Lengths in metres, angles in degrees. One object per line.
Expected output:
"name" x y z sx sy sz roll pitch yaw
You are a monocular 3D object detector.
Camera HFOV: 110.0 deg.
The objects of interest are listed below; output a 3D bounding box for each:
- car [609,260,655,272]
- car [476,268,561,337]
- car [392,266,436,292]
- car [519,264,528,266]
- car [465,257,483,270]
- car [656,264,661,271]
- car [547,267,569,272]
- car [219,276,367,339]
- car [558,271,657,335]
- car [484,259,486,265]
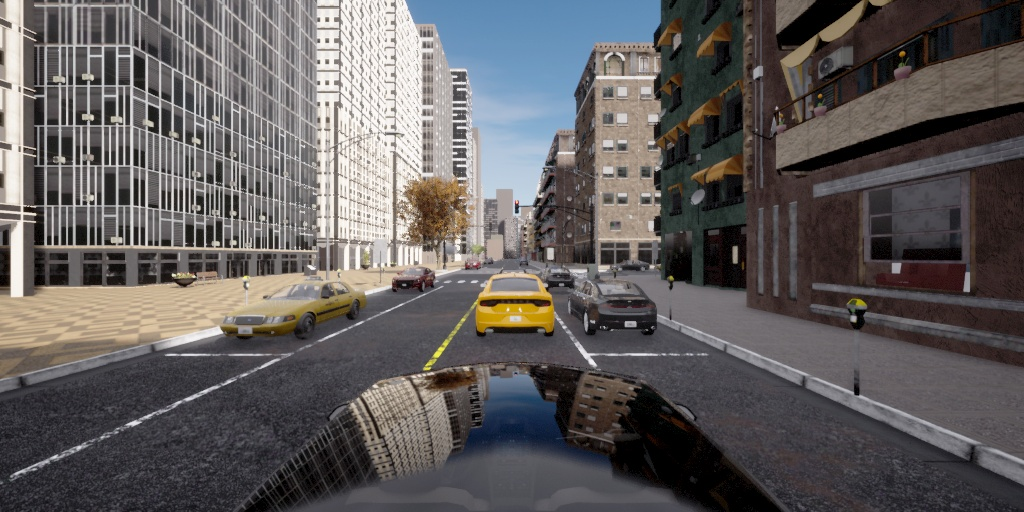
"car" 13.346 1.109 40.774 4.403 1.370 2.007 0 0 -1
"car" 0.069 1.228 10.360 1.882 1.535 5.008 0 0 0
"car" -5.736 1.299 21.314 1.888 1.381 4.507 0 0 0
"car" 0.057 1.355 20.639 1.895 1.301 4.718 0 0 0
"car" -5.810 1.098 53.702 2.192 1.841 5.009 0 0 0
"car" 18.743 1.006 40.841 4.829 1.417 1.751 0 0 -1
"car" 2.644 1.305 21.333 2.007 1.370 4.403 0 0 0
"car" -5.710 1.276 10.079 1.751 1.417 4.829 0 0 0
"car" 2.670 1.301 10.268 2.007 1.370 4.403 0 0 0
"car" -5.823 1.357 59.225 1.948 1.339 4.313 0 0 0
